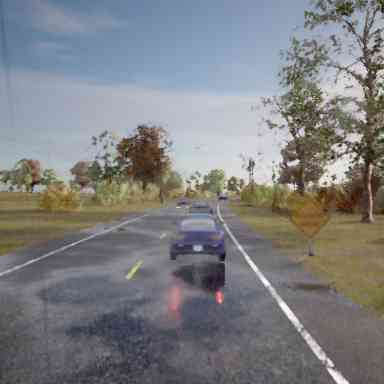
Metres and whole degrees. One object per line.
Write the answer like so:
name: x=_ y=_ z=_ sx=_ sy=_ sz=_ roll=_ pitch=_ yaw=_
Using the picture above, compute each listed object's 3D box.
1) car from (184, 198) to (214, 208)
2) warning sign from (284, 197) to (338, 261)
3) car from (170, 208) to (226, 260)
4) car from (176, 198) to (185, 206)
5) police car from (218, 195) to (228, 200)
car: x=0.765 y=1.468 z=27.678 sx=2.128 sy=1.511 sz=4.902 roll=0 pitch=0 yaw=3
warning sign: x=3.647 y=1.102 z=10.329 sx=1.300 sy=1.860 sz=1.060 roll=-1 pitch=-1 yaw=1
car: x=0.232 y=1.509 z=12.231 sx=1.812 sy=1.442 sz=4.674 roll=0 pitch=0 yaw=1
car: x=-1.251 y=1.561 z=52.342 sx=1.994 sy=1.385 sz=4.181 roll=0 pitch=0 yaw=5
police car: x=8.487 y=1.549 z=94.721 sx=1.930 sy=1.638 sz=5.238 roll=0 pitch=0 yaw=9
